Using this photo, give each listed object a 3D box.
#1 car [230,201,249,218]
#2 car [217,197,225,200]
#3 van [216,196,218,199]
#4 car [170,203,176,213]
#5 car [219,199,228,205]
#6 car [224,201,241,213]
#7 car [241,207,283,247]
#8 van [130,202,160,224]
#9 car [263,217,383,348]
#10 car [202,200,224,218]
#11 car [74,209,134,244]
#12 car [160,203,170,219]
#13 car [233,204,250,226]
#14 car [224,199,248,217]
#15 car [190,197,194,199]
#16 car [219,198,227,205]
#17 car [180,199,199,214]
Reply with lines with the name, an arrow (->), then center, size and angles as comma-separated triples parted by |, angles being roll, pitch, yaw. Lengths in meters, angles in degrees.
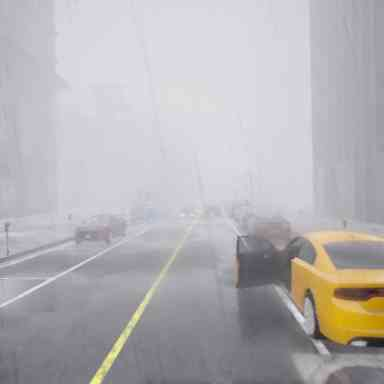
car -> 4.442, 1.776, 28.110 | 1.752, 1.417, 4.829 | -1, -1, 3
car -> 6.840, 2.257, 70.582 | 1.947, 1.339, 4.313 | -1, -1, 3
van -> 7.751, 2.194, 86.820 | 1.690, 1.788, 3.998 | -1, -1, 3
car -> -3.159, 2.159, 44.685 | 1.802, 1.307, 4.206 | -1, -1, 3
car -> 7.145, 2.311, 75.994 | 1.947, 1.339, 4.313 | -1, -1, 3
car -> 5.350, 1.987, 44.189 | 1.947, 1.339, 4.313 | -1, -1, 3
car -> 3.820, 1.677, 17.108 | 1.887, 1.381, 4.507 | -1, -1, 3
van -> -4.081, 1.746, 28.436 | 1.690, 1.788, 3.998 | -1, -1, 3
car -> 2.826, 1.505, 6.574 | 1.882, 1.535, 5.008 | -1, -1, 3
car -> 2.147, 1.877, 35.084 | 1.837, 1.490, 4.892 | -1, -1, 4
car -> -4.688, 1.833, 17.599 | 1.887, 1.381, 4.507 | -1, -1, 3
car -> -3.773, 1.903, 33.852 | 1.967, 1.590, 4.097 | -1, -1, 3
car -> 4.127, 1.742, 22.524 | 2.008, 1.369, 4.403 | -1, -1, 3
car -> 4.733, 1.622, 33.359 | 2.192, 1.841, 5.009 | -1, -1, 3
car -> -1.364, 2.452, 76.493 | 2.008, 1.369, 4.403 | -1, -1, 3
car -> 7.460, 2.327, 81.576 | 1.752, 1.417, 4.829 | -1, -1, 3
car -> -0.484, 2.062, 43.360 | 2.033, 1.411, 5.357 | -1, -1, 4
